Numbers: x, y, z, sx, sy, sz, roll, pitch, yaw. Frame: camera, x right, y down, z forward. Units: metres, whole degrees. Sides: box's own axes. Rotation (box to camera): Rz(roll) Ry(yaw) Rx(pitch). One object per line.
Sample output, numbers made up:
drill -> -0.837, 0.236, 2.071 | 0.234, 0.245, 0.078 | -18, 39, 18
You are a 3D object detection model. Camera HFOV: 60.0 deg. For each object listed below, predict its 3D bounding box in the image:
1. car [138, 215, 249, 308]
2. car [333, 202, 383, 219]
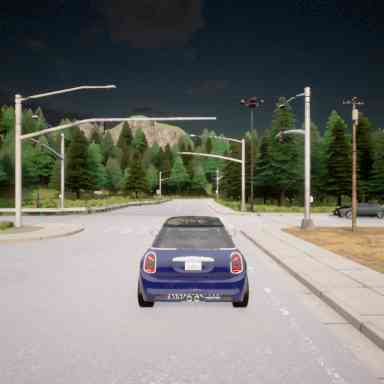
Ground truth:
car -> 0.038, 1.348, 8.112 | 2.097, 1.767, 4.553 | 0, 0, 0
car -> 14.503, 1.591, 28.738 | 4.181, 1.385, 1.994 | 0, 0, 1
